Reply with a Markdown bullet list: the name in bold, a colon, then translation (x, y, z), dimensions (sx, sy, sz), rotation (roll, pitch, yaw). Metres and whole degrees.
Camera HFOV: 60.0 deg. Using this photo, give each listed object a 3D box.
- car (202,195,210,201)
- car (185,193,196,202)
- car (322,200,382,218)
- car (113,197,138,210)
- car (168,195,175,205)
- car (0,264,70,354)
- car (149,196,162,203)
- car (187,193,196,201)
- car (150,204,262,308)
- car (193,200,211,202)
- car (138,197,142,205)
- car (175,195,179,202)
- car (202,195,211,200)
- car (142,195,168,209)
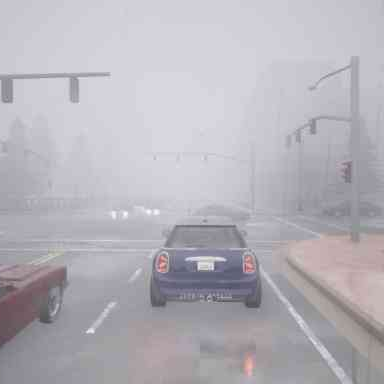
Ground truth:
- **car**: translation (3.439, 1.475, 82.346), dimensions (1.882, 1.535, 5.008), rotation (0, 0, 2)
- **car**: translation (-0.429, 1.520, 72.779), dimensions (1.812, 1.442, 4.674), rotation (0, 0, 2)
- **car**: translation (14.128, 1.505, 29.533), dimensions (4.892, 1.490, 1.837), rotation (0, 0, 4)
- **car**: translation (-8.687, 1.601, 42.557), dimensions (1.895, 1.301, 4.718), rotation (0, 0, 2)
- **car**: translation (-4.584, 1.478, 57.813), dimensions (1.882, 1.535, 5.008), rotation (0, 0, 3)
- **car**: translation (-3.305, 1.601, 4.241), dimensions (1.895, 1.301, 4.718), rotation (0, 0, 2)
- **car**: translation (-7.572, 1.500, 69.156), dimensions (1.837, 1.490, 4.892), rotation (0, 0, 2)
- **car**: translation (-0.058, 1.223, 82.510), dimensions (2.150, 2.045, 5.566), rotation (0, 0, 2)
- **car**: translation (0.309, 1.352, 8.114), dimensions (2.097, 1.767, 4.553), rotation (0, 0, 2)
- **car**: translation (2.148, 1.564, 24.638), dimensions (4.181, 1.385, 1.994), rotation (0, 0, 29)
- **car**: translation (-8.233, 1.492, 54.210), dimensions (2.128, 1.511, 4.902), rotation (0, 0, 2)
- **car**: translation (-3.925, 1.476, 72.939), dimensions (1.882, 1.535, 5.008), rotation (0, 0, 2)
- **car**: translation (3.107, 1.549, 73.642), dimensions (1.994, 1.385, 4.181), rotation (0, 0, 2)
- **car**: translation (-5.059, 1.491, 45.823), dimensions (2.128, 1.511, 4.902), rotation (0, 0, 2)
